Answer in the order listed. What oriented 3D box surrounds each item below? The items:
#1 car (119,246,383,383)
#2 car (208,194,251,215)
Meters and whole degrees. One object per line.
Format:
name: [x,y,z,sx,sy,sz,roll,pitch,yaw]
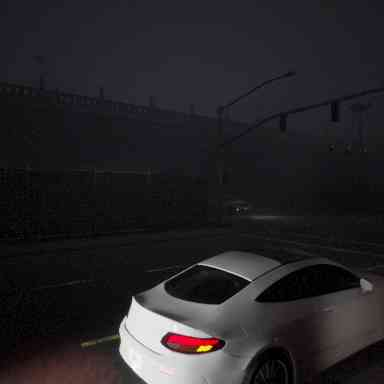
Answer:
car: [1.312,1.526,4.720,4.674,1.442,1.812,0,0,-35]
car: [3.731,1.278,35.095,2.150,2.045,5.566,0,0,-35]
